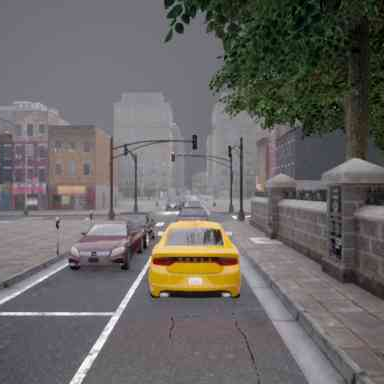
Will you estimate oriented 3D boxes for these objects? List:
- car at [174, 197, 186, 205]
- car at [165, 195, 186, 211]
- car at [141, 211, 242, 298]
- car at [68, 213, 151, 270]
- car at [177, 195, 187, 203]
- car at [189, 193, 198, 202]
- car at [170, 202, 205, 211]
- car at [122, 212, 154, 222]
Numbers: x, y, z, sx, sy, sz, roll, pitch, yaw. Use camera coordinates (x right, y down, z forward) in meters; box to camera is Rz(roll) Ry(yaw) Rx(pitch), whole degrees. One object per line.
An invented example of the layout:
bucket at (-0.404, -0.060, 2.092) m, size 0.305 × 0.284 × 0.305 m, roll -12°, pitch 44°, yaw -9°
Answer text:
car at (-2.201, 1.578, 61.624) m, size 1.895 × 1.301 × 4.718 m, roll 0°, pitch 0°, yaw 0°
car at (-2.239, 1.477, 41.628) m, size 2.128 × 1.511 × 4.902 m, roll 0°, pitch 0°, yaw 0°
car at (0.076, 1.476, 8.561) m, size 1.882 × 1.535 × 5.008 m, roll 0°, pitch 0°, yaw 0°
car at (-2.625, 1.580, 10.967) m, size 1.802 × 1.307 × 4.206 m, roll 0°, pitch 0°, yaw 0°
car at (-2.132, 1.471, 71.825) m, size 1.837 × 1.490 × 4.892 m, roll 0°, pitch 0°, yaw 0°
car at (0.368, 1.500, 66.839) m, size 1.812 × 1.442 × 4.674 m, roll 0°, pitch 0°, yaw 0°
car at (0.026, 1.543, 19.051) m, size 2.033 × 1.411 × 5.357 m, roll 0°, pitch 0°, yaw 0°
car at (-2.621, 1.563, 14.629) m, size 1.947 × 1.339 × 4.313 m, roll 0°, pitch 0°, yaw 0°
